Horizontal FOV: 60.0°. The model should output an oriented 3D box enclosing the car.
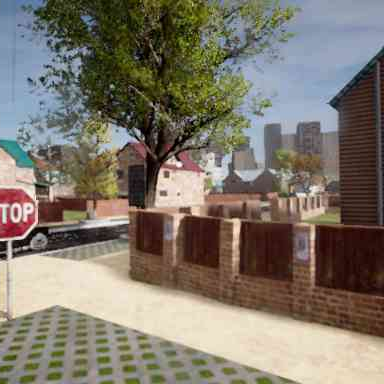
[{"bbox_3d":[-6.799,1.532,10.886,1.895,1.301,4.718,-1,0,13],"label":"car"}]
